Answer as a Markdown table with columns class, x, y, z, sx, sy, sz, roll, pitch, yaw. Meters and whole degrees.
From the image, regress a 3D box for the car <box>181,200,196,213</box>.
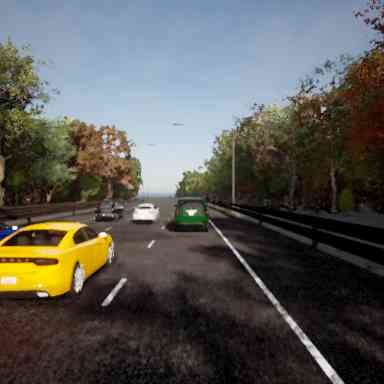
| class | x | y | z | sx | sy | sz | roll | pitch | yaw |
| --- | --- | --- | --- | --- | --- | --- | --- | --- | --- |
| car | -0.531 | 1.804 | 42.319 | 1.812 | 1.442 | 4.674 | 0 | 0 | -2 |

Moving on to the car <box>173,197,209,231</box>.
| class | x | y | z | sx | sy | sz | roll | pitch | yaw |
| --- | --- | --- | --- | --- | --- | --- | --- | --- | --- |
| car | -0.083 | 1.362 | 21.902 | 2.150 | 2.045 | 5.566 | 0 | 0 | -1 |

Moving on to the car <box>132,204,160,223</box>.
| class | x | y | z | sx | sy | sz | roll | pitch | yaw |
| --- | --- | --- | --- | --- | --- | --- | --- | --- | --- |
| car | -3.672 | 1.702 | 27.006 | 1.812 | 1.442 | 4.674 | 0 | 0 | -1 |

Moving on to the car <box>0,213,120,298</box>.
| class | x | y | z | sx | sy | sz | roll | pitch | yaw |
| --- | --- | --- | --- | --- | --- | --- | --- | --- | --- |
| car | -3.442 | 1.531 | 8.717 | 1.882 | 1.535 | 5.008 | 0 | 0 | 0 |

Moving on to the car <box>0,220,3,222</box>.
| class | x | y | z | sx | sy | sz | roll | pitch | yaw |
| --- | --- | --- | --- | --- | --- | --- | --- | --- | --- |
| car | -6.960 | 1.545 | 10.662 | 1.882 | 1.535 | 5.008 | 0 | 0 | 0 |

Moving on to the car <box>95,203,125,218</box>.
| class | x | y | z | sx | sy | sz | roll | pitch | yaw |
| --- | --- | --- | --- | --- | --- | --- | --- | --- | --- |
| car | -7.221 | 1.686 | 29.506 | 2.128 | 1.511 | 4.902 | 0 | 0 | -1 |
